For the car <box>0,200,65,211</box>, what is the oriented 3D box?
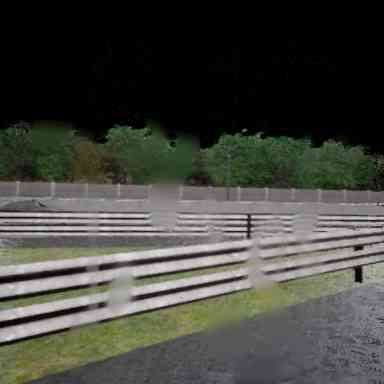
[{"bbox_3d":[-11.541,1.329,23.777,4.674,1.442,1.812,1,-1,-10],"label":"car"}]
